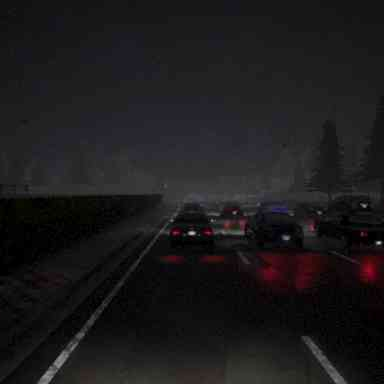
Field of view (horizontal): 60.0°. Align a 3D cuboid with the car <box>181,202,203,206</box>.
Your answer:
[{"bbox_3d":[0.000,1.570,29.650,1.994,1.385,4.181,0,0,0],"label":"car"}]

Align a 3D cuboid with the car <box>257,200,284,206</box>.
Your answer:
[{"bbox_3d":[7.000,1.482,29.650,1.882,1.535,5.008,0,0,0],"label":"car"}]

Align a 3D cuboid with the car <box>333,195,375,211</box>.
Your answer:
[{"bbox_3d":[14.000,1.255,29.680,2.150,2.045,5.566,0,0,0],"label":"car"}]

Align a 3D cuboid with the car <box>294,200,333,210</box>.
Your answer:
[{"bbox_3d":[10.500,1.531,29.650,1.812,1.442,4.674,0,0,0],"label":"car"}]

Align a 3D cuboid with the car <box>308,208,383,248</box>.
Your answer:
[{"bbox_3d":[7.000,1.614,14.680,1.895,1.301,4.718,0,0,0],"label":"car"}]

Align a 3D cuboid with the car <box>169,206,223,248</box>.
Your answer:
[{"bbox_3d":[0.000,1.560,14.650,2.033,1.411,5.357,0,0,0],"label":"car"}]

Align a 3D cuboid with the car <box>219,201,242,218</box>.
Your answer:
[{"bbox_3d":[3.500,1.530,29.650,1.812,1.442,4.674,0,0,0],"label":"car"}]

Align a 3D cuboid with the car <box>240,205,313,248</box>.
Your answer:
[{"bbox_3d":[3.500,1.530,14.650,1.812,1.442,4.674,0,0,0],"label":"car"}]
